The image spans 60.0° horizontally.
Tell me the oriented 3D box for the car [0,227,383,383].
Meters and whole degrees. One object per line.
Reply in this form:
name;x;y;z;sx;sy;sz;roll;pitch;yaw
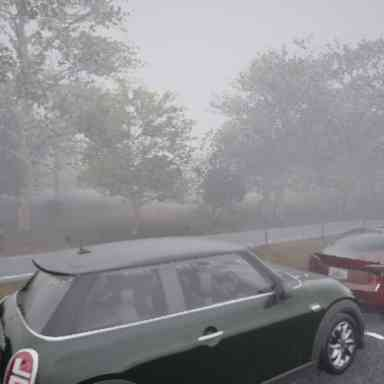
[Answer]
car;0.082;1.350;4.115;4.553;1.767;2.185;-1;0;-33
